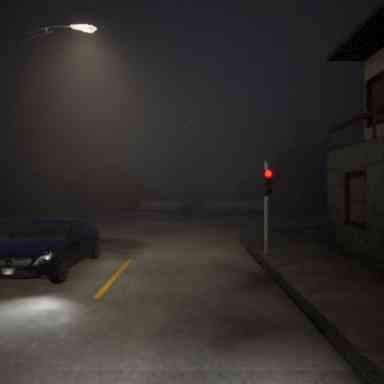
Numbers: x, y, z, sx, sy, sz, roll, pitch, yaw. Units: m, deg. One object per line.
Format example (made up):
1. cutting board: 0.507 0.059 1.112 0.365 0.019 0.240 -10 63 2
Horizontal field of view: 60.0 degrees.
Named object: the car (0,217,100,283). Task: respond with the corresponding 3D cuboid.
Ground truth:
1. car: -4.017 1.479 9.639 1.812 1.442 4.674 0 0 0
